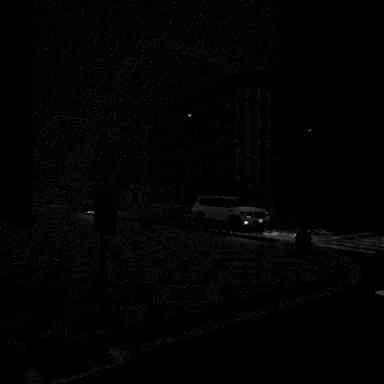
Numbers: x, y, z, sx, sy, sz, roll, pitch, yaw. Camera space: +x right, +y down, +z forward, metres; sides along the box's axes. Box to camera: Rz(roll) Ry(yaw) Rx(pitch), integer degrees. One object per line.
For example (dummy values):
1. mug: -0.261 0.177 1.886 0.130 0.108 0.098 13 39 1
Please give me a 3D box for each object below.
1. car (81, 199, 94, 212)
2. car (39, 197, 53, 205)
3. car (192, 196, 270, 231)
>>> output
1. car: -12.339 1.633 41.222 1.812 1.442 4.674 1 0 -36
2. car: -27.317 1.595 62.063 1.812 1.442 4.674 1 -1 -36
3. car: 2.257 1.254 20.913 2.150 2.045 5.566 1 0 -36
